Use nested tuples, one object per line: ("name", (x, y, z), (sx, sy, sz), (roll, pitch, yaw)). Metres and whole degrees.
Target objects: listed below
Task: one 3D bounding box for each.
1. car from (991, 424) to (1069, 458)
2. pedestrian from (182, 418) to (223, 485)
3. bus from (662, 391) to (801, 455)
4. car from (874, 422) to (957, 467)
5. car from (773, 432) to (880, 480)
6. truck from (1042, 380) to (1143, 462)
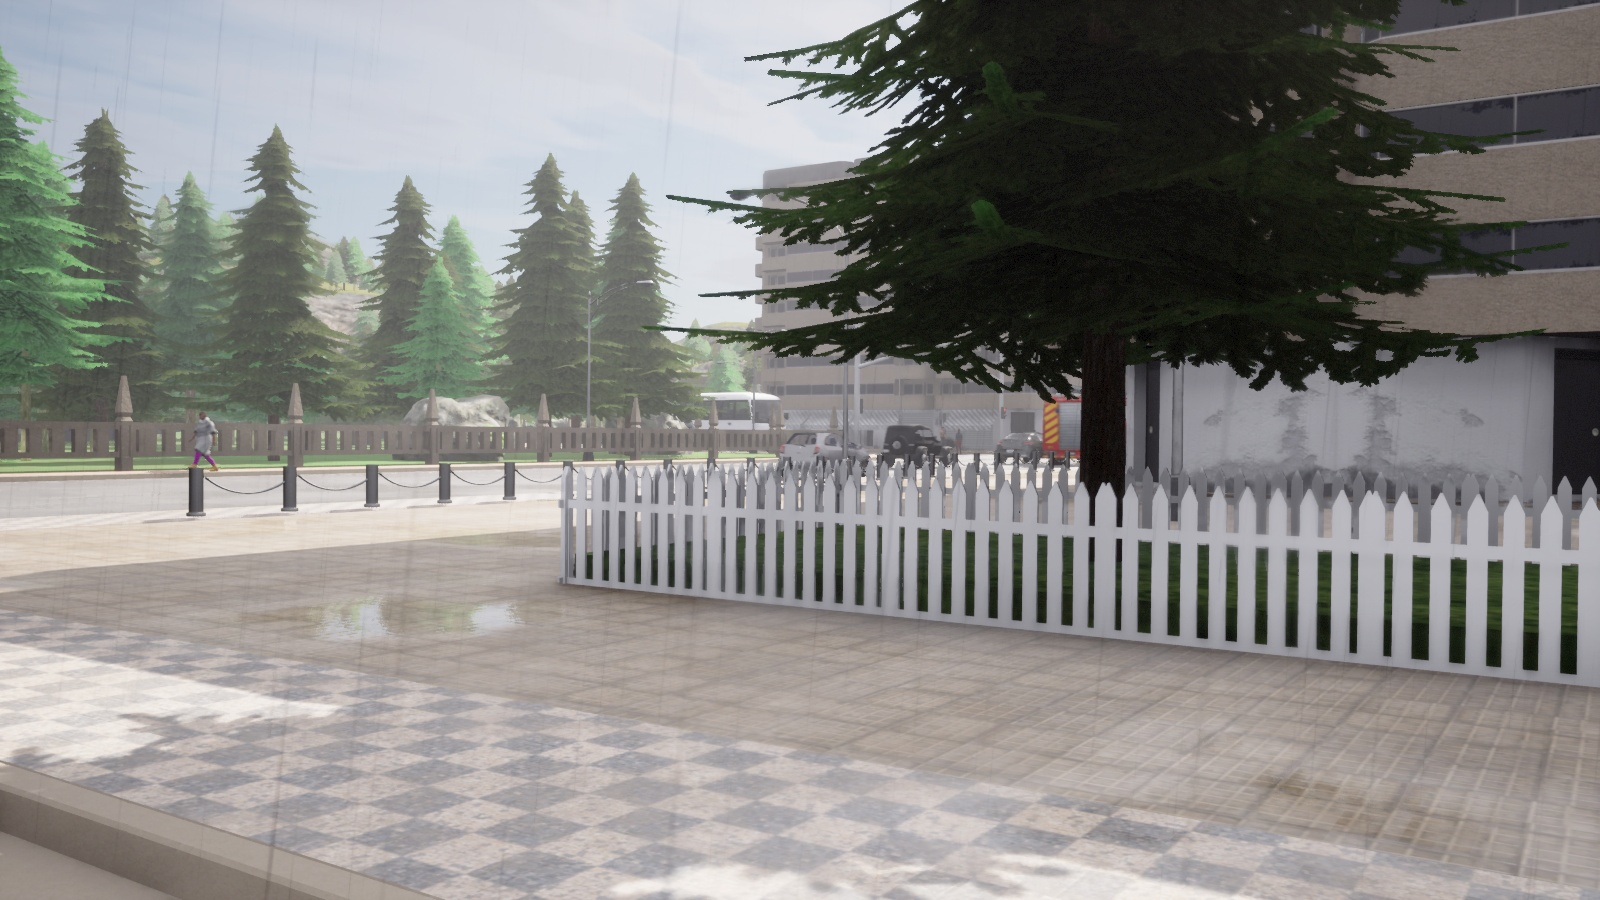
("car", (11.788, -0.474, 64.098), (2.152, 1.651, 5.027), (0, 1, 34))
("pedestrian", (-17.882, 0.039, 37.581), (0.659, 1.952, 0.873), (0, 1, 33))
("bus", (-5.011, -1.879, 89.631), (10.273, 4.253, 3.944), (0, 1, 44))
("car", (4.996, -0.254, 53.852), (1.905, 1.878, 3.866), (0, 1, 34))
("car", (0.925, 0.172, 41.379), (1.845, 1.501, 3.633), (0, 1, 34))
("truck", (14.928, -1.447, 63.558), (2.891, 3.827, 8.468), (-1, 1, 28))
